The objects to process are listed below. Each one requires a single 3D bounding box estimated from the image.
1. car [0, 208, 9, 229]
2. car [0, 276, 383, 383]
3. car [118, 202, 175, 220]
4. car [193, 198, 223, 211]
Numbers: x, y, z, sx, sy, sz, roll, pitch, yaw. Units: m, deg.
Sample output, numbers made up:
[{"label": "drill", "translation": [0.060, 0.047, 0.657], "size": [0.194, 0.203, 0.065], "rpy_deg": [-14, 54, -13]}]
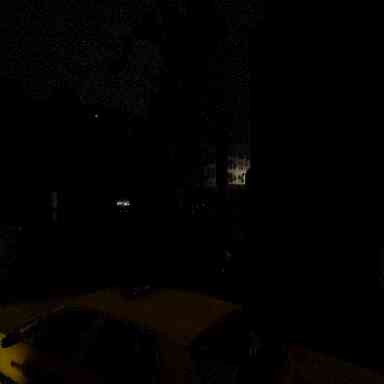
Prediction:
[{"label": "car", "translation": [-13.039, 1.310, 18.754], "size": [2.097, 1.767, 4.553], "rpy_deg": [0, 0, 34]}, {"label": "car", "translation": [-0.683, 1.528, 3.303], "size": [4.829, 1.417, 1.752], "rpy_deg": [0, 0, 34]}, {"label": "car", "translation": [-3.630, 1.513, 27.351], "size": [2.033, 1.411, 5.357], "rpy_deg": [0, 0, 34]}, {"label": "car", "translation": [2.071, 1.505, 40.976], "size": [1.837, 1.490, 4.892], "rpy_deg": [0, 0, 34]}]
